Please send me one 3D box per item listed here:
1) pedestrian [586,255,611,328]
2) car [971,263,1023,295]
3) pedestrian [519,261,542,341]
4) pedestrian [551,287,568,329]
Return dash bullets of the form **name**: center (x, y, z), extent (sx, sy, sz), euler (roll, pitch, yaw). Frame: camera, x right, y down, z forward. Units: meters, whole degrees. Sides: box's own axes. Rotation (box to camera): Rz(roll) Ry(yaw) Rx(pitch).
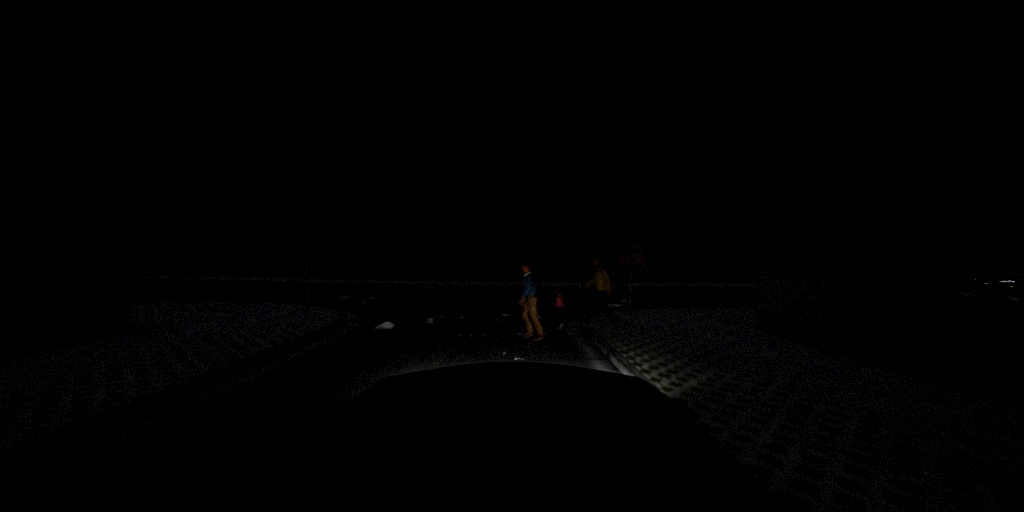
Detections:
- **pedestrian**: center (2.118, 0.844, 8.839), extent (0.375, 1.860, 0.375), euler (-1, 2, 0)
- **car**: center (26.228, 1.095, 17.991), extent (4.892, 1.490, 1.837), euler (-1, 2, 0)
- **pedestrian**: center (0.410, 1.000, 8.243), extent (0.375, 1.860, 0.375), euler (-1, 2, 0)
- **pedestrian**: center (1.239, 0.992, 9.443), extent (0.375, 1.860, 0.375), euler (-1, 2, 0)
